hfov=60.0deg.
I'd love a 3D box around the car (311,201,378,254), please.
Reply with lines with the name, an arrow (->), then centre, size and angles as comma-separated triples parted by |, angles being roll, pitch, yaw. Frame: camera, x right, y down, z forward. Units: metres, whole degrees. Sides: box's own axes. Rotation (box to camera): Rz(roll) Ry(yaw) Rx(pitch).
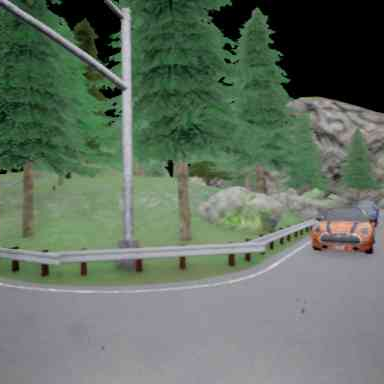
car -> 6.404, 1.413, 13.871 | 2.097, 1.767, 4.553 | -1, -1, 30

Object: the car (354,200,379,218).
car -> 17.080, 1.585, 32.723 | 1.882, 1.535, 5.008 | -1, -1, 24

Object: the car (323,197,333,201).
car -> 19.734, 1.620, 51.672 | 2.097, 1.767, 4.553 | 0, -1, -36
